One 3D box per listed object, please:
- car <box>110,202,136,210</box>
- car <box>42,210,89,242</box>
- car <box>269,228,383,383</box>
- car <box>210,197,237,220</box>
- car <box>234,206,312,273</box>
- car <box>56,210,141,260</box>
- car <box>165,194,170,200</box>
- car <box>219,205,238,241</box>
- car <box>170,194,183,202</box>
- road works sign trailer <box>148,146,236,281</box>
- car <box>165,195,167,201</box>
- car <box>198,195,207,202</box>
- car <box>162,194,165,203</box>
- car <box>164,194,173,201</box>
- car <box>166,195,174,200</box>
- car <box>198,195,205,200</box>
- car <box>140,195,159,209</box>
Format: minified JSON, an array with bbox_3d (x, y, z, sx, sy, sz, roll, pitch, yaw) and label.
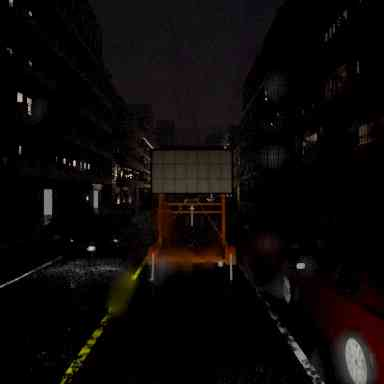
[{"bbox_3d":[-5.728,1.523,27.407,1.752,1.417,4.829,0,0,0],"label":"car"},{"bbox_3d":[-5.712,1.565,16.304,1.947,1.339,4.313,0,0,0],"label":"car"},{"bbox_3d":[2.685,1.545,5.040,1.887,1.381,4.507,0,0,0],"label":"car"},{"bbox_3d":[2.654,1.312,27.586,2.192,1.841,5.009,0,0,0],"label":"car"},{"bbox_3d":[2.677,1.440,10.677,1.967,1.590,4.097,0,0,0],"label":"car"},{"bbox_3d":[-3.118,1.564,12.320,1.994,1.385,4.181,0,0,0],"label":"car"},{"bbox_3d":[-5.799,1.292,78.305,2.192,1.841,5.009,0,0,0],"label":"car"},{"bbox_3d":[2.669,1.550,16.313,2.008,1.369,4.403,0,0,0],"label":"car"},{"bbox_3d":[-3.106,1.201,74.674,2.150,2.045,5.566,0,0,0],"label":"car"},{"bbox_3d":[0.001,0.464,9.822,2.380,3.560,2.880,0,0,0],"label":"road works sign trailer"},{"bbox_3d":[-5.769,1.570,55.760,1.802,1.307,4.206,0,0,0],"label":"car"},{"bbox_3d":[2.580,1.503,78.483,1.752,1.417,4.829,0,0,0],"label":"car"},{"bbox_3d":[-5.759,1.305,50.124,2.192,1.841,5.009,0,0,0],"label":"car"},{"bbox_3d":[-5.808,1.414,83.941,1.967,1.590,4.097,0,0,0],"label":"car"},{"bbox_3d":[-5.816,1.516,89.579,1.887,1.381,4.507,0,0,0],"label":"car"},{"bbox_3d":[2.564,1.516,89.586,1.887,1.381,4.507,0,0,0],"label":"car"},{"bbox_3d":[-5.752,1.432,44.487,1.967,1.590,4.097,0,0,0],"label":"car"}]
